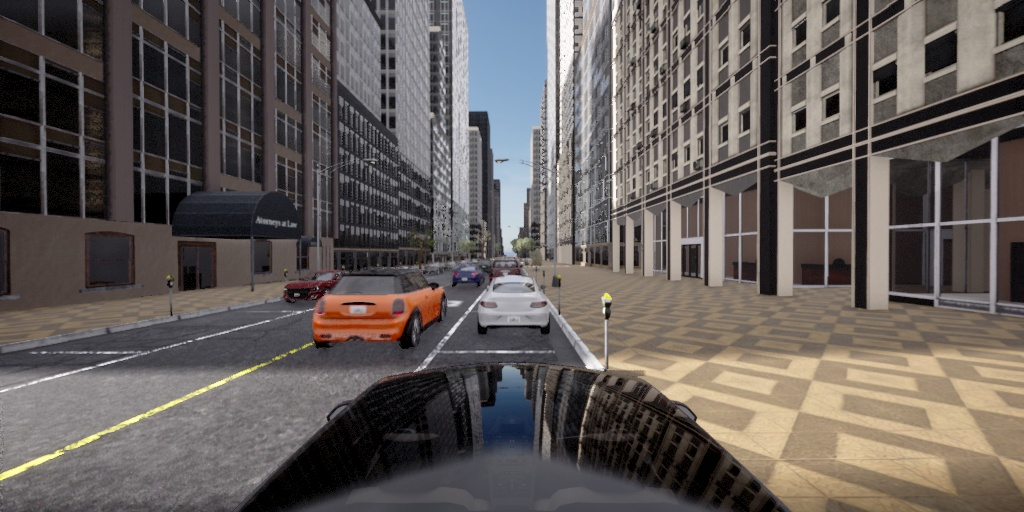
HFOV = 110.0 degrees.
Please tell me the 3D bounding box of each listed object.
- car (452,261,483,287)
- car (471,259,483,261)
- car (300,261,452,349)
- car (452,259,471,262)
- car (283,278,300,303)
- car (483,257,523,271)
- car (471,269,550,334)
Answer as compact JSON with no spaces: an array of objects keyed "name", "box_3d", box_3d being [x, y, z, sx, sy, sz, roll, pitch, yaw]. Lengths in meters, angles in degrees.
[{"name":"car","box_3d":[-2.955,1.300,24.846,1.812,1.442,4.674,0,0,1]},{"name":"car","box_3d":[-2.888,1.136,39.205,2.097,1.767,4.553,0,0,1]},{"name":"car","box_3d":[-3.105,1.114,9.391,2.097,1.767,4.553,0,0,0]},{"name":"car","box_3d":[-6.005,1.395,42.338,1.895,1.301,4.718,0,0,1]},{"name":"car","box_3d":[-8.756,1.327,16.870,1.888,1.381,4.507,0,0,0]},{"name":"car","box_3d":[-0.348,1.081,22.513,2.192,1.841,5.009,0,0,0]},{"name":"car","box_3d":[0.051,1.282,10.490,1.812,1.442,4.674,0,0,0]}]
